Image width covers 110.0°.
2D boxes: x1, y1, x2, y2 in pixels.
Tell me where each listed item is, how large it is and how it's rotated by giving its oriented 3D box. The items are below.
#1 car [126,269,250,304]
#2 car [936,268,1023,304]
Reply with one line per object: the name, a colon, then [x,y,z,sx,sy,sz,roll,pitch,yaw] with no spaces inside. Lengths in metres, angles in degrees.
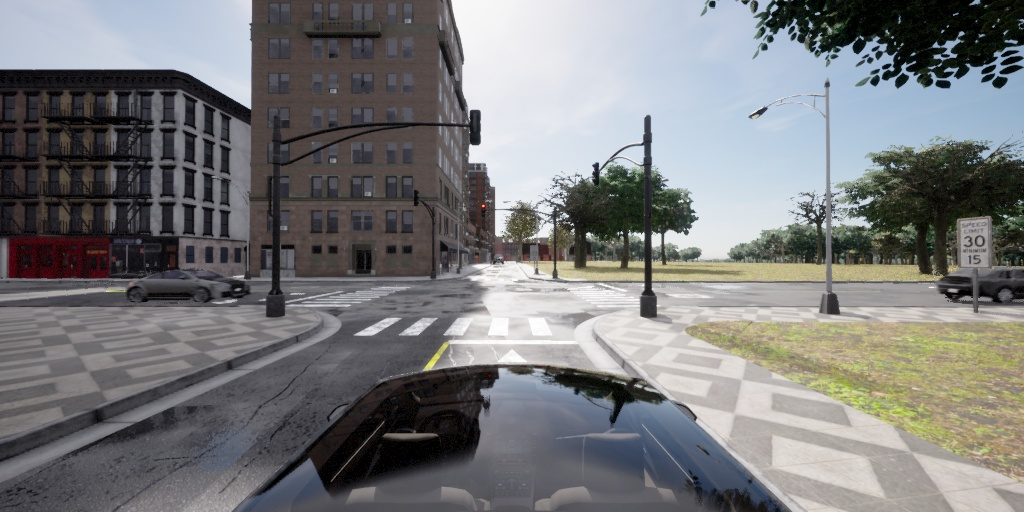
car: [-13.819,1.268,15.457,4.181,1.385,1.994,0,-1,0]
car: [21.431,1.248,15.469,4.892,1.490,1.837,0,-1,0]
